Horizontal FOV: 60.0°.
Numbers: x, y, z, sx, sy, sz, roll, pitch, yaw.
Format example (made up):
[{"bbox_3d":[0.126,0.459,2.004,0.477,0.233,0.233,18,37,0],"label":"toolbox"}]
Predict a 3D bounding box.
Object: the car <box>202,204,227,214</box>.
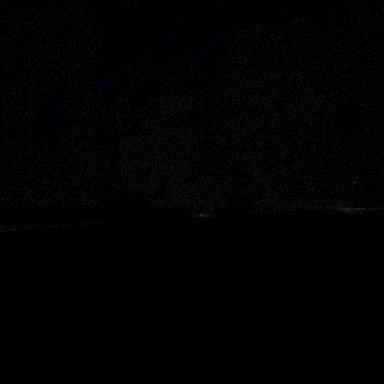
[{"bbox_3d":[3.411,2.568,50.551,1.882,1.535,5.008,-2,-3,36],"label":"car"}]
